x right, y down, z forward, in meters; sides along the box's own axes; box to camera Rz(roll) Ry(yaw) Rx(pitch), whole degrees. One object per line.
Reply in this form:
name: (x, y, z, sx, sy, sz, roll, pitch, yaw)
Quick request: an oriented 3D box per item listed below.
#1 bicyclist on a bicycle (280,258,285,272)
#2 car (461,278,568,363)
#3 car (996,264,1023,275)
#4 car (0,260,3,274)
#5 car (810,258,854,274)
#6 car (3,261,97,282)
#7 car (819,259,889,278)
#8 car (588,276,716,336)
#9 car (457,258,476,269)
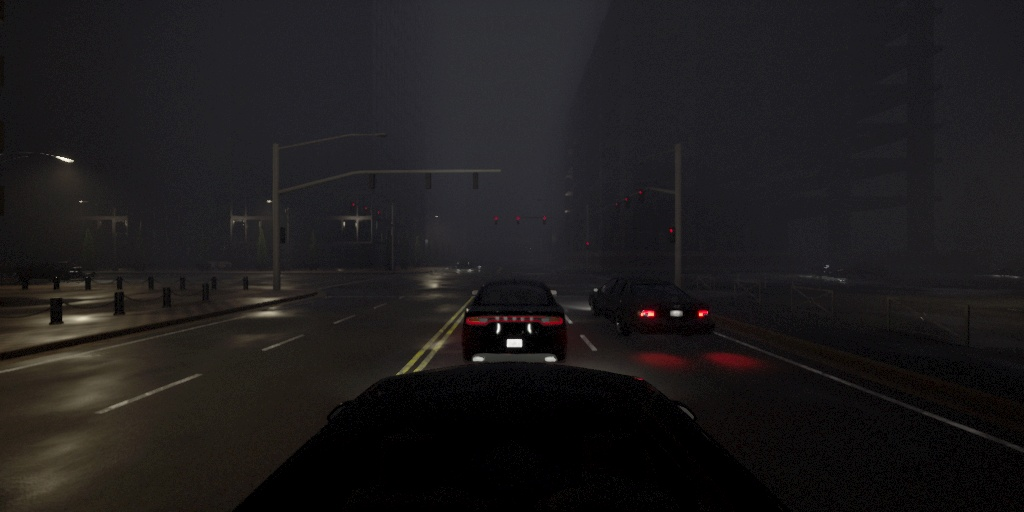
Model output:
bicyclist on a bicycle: (-25.407, 0.966, 39.350, 0.582, 1.620, 1.656, 0, 0, 0)
car: (0.055, 1.223, 8.139, 1.882, 1.535, 5.008, 0, 0, 0)
car: (50.987, 1.247, 35.044, 5.357, 1.411, 2.033, 0, 0, 0)
car: (-50.459, 1.147, 34.749, 5.008, 1.535, 1.882, 0, 0, 1)
car: (31.963, 1.020, 35.077, 4.553, 1.767, 2.097, 0, 0, 0)
car: (-34.873, 1.166, 27.452, 4.902, 1.511, 2.128, 0, 0, 1)
car: (30.336, 1.197, 31.560, 4.674, 1.442, 1.812, 0, 0, 0)
car: (3.571, 1.291, 10.262, 2.033, 1.411, 5.357, 0, 0, 0)
car: (-7.070, 1.061, 54.401, 2.097, 1.767, 4.553, 0, 0, 0)
